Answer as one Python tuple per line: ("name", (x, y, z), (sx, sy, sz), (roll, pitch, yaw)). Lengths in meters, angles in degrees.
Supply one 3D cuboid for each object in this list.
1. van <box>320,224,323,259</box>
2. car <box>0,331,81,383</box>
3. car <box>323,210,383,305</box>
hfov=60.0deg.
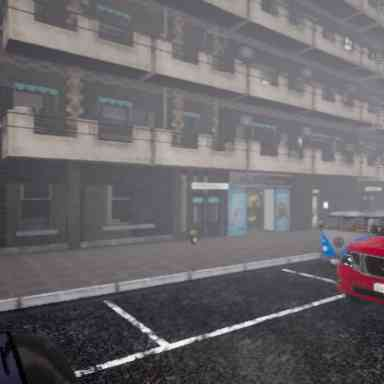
("van", (5.776, 1.471, 10.577), (3.998, 1.788, 1.690), (1, -1, -35))
("car", (-2.633, 1.533, 1.561), (4.181, 1.385, 1.994), (1, 0, -34))
("car", (5.526, 1.331, 7.252), (5.566, 2.045, 2.150), (1, 0, -35))
